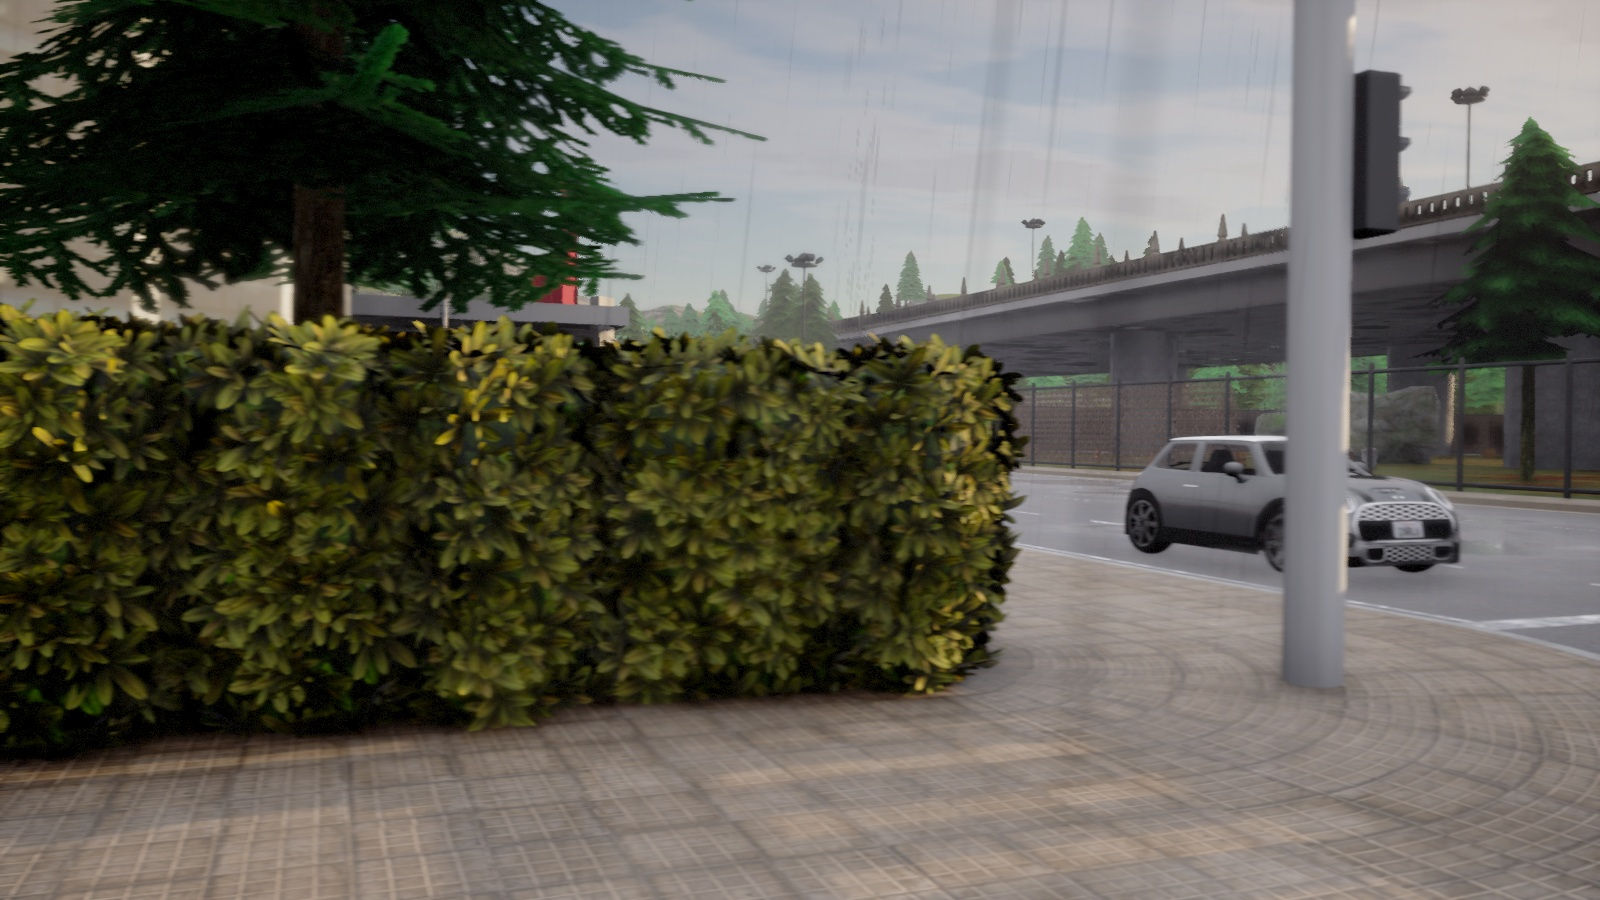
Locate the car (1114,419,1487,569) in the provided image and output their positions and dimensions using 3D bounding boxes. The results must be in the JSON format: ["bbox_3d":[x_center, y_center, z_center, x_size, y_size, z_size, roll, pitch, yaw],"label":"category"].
[{"bbox_3d":[5.606,0.410,14.585,1.970,1.475,3.806,-1,1,-21],"label":"car"}]
